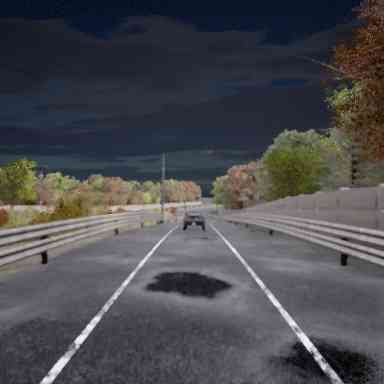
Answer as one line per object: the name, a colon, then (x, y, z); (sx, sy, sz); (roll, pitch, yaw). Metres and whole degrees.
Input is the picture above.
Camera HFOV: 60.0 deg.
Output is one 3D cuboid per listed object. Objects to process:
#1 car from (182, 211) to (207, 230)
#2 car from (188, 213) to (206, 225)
car: (0.219, 2.445, 28.900); (1.837, 1.490, 4.892); (0, -4, 1)
car: (0.672, 3.416, 42.134); (2.033, 1.411, 5.357); (0, -4, 3)
